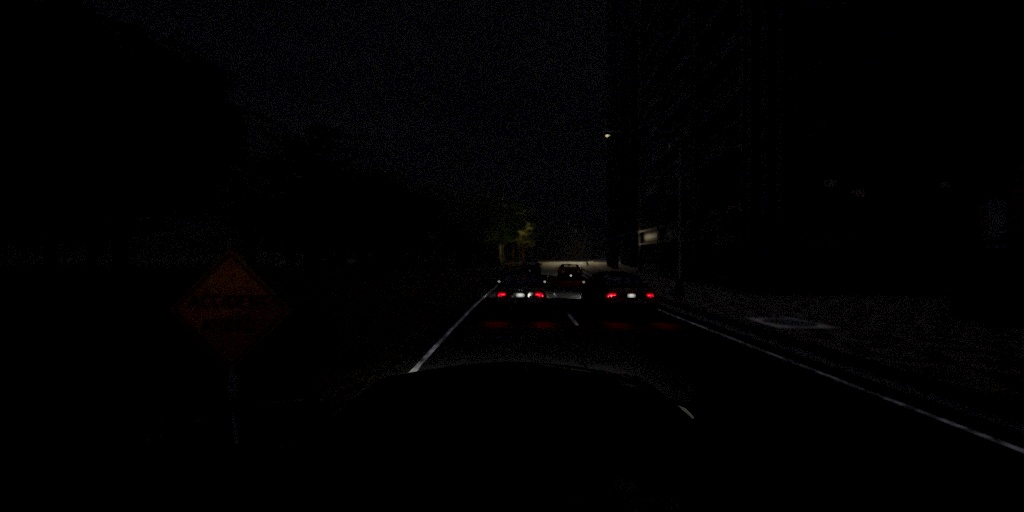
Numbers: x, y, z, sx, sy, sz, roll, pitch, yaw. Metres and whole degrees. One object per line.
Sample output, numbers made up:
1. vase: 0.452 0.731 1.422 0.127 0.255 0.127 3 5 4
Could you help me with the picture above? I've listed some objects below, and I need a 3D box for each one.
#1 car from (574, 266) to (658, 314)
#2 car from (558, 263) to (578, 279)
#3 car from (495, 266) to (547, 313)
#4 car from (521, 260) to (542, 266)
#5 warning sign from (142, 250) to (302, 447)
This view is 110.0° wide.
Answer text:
1. car: 3.875 1.298 13.828 2.033 1.411 5.357 0 0 2
2. car: 5.072 1.309 31.848 1.895 1.301 4.718 0 0 5
3. car: 0.373 1.294 13.972 2.033 1.411 5.357 0 0 2
4. car: 1.875 1.169 35.013 1.882 1.535 5.008 0 0 6
5. warning sign: -3.045 0.863 3.913 1.300 1.860 1.060 0 0 1
